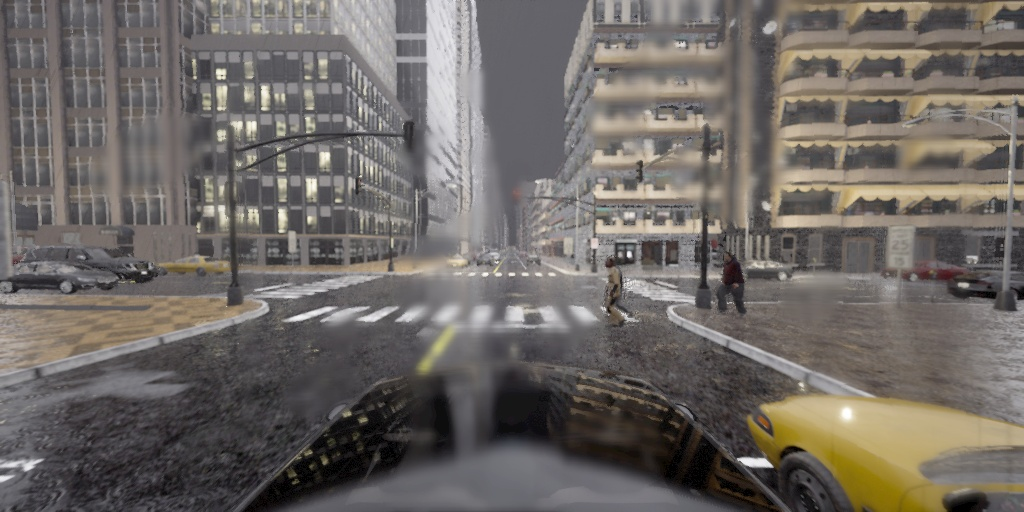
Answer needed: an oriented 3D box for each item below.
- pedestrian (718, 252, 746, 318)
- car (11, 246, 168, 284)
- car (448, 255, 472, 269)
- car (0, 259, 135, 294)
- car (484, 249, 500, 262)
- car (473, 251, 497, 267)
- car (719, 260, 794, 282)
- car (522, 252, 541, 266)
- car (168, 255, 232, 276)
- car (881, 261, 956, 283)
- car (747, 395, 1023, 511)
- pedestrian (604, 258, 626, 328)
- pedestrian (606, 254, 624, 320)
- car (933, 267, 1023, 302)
[{"bbox_3d":[5.982,0.740,9.751,0.375,1.860,0.375,-1,2,0],"label":"pedestrian"},{"bbox_3d":[-21.865,0.492,18.647,5.566,2.045,2.150,1,2,1],"label":"car"},{"bbox_3d":[-5.753,0.556,38.611,1.751,1.417,4.829,0,0,0],"label":"car"},{"bbox_3d":[-20.310,0.927,16.107,4.403,1.370,2.007,0,0,1],"label":"car"},{"bbox_3d":[-3.139,-0.151,59.663,2.150,2.045,5.566,0,1,0],"label":"car"},{"bbox_3d":[-3.151,0.463,42.465,1.837,1.490,4.892,0,1,0],"label":"car"},{"bbox_3d":[16.271,0.950,24.007,4.403,1.370,2.007,0,0,1],"label":"car"},{"bbox_3d":[2.617,0.472,44.449,2.007,1.370,4.403,0,0,0],"label":"car"},{"bbox_3d":[-21.705,0.593,24.434,4.829,1.417,1.751,0,0,1],"label":"car"},{"bbox_3d":[27.337,1.039,23.872,4.507,1.381,1.888,0,0,1],"label":"car"},{"bbox_3d":[2.821,1.292,1.018,1.751,1.417,4.829,0,0,0],"label":"car"},{"bbox_3d":[2.594,0.899,9.151,0.375,1.860,0.375,-1,2,0],"label":"pedestrian"},{"bbox_3d":[2.971,0.876,10.351,0.375,1.860,0.375,-1,2,0],"label":"pedestrian"},{"bbox_3d":[21.693,1.312,15.565,4.313,1.339,1.948,0,0,1],"label":"car"}]
